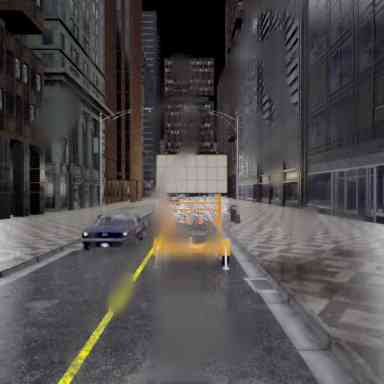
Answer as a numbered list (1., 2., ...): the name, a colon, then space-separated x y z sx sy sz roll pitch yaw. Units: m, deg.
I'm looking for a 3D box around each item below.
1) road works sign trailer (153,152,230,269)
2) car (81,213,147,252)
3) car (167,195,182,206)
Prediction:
1. road works sign trailer: -0.007 0.464 11.069 2.380 3.560 2.880 0 0 0
2. car: -3.114 1.600 14.117 1.895 1.301 4.718 0 0 0
3. car: -3.152 1.526 55.659 1.812 1.442 4.674 0 0 0
